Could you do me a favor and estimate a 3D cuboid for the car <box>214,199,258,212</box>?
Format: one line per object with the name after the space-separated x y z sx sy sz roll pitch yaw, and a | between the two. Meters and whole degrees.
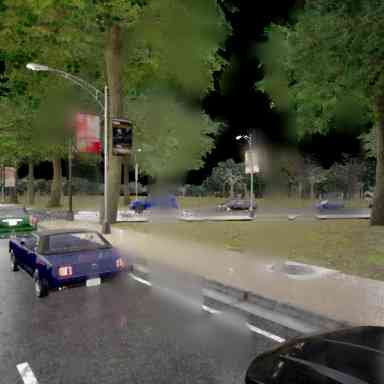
5.654 1.679 40.782 4.902 1.511 2.128 0 0 -14 | car

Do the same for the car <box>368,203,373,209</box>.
28.689 1.933 49.950 4.181 1.385 1.994 0 0 -14 | car

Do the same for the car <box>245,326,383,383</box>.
2.357 1.478 1.241 1.882 1.535 5.008 0 0 -38 | car

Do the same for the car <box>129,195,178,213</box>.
-4.364 1.352 38.212 5.566 2.045 2.150 0 0 -14 | car

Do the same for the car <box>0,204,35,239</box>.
-8.915 1.352 15.824 2.097 1.767 4.553 0 0 -38 | car

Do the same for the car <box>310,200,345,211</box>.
17.870 1.791 43.905 4.674 1.442 1.812 0 0 -14 | car

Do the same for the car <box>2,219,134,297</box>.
-3.420 1.601 8.710 1.895 1.301 4.718 0 0 -38 | car

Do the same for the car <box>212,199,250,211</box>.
5.196 1.715 44.018 4.674 1.442 1.812 0 0 -14 | car

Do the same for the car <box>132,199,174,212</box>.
-4.879 1.622 41.432 4.902 1.511 2.128 0 0 -14 | car
